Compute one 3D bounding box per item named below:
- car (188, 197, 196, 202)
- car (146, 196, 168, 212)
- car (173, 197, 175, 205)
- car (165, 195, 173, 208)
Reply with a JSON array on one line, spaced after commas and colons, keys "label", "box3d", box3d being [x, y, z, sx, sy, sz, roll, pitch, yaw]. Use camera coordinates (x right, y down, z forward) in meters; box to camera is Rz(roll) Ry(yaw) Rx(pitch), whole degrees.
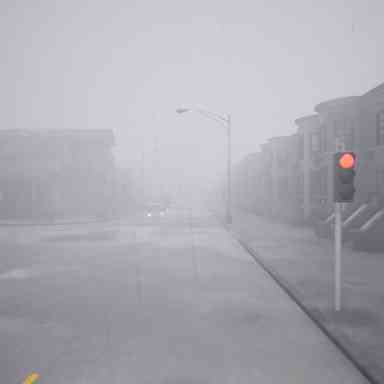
[{"label": "car", "box3d": [-0.064, 1.754, 74.067, 2.033, 1.411, 5.357, 0, 0, 0]}, {"label": "car", "box3d": [-4.147, 1.526, 39.413, 1.812, 1.442, 4.674, 0, 0, -1]}, {"label": "car", "box3d": [-4.127, 1.352, 58.392, 2.097, 1.767, 4.553, 0, 0, 0]}, {"label": "car", "box3d": [-4.146, 1.505, 48.599, 1.837, 1.490, 4.892, 0, 0, 0]}]
